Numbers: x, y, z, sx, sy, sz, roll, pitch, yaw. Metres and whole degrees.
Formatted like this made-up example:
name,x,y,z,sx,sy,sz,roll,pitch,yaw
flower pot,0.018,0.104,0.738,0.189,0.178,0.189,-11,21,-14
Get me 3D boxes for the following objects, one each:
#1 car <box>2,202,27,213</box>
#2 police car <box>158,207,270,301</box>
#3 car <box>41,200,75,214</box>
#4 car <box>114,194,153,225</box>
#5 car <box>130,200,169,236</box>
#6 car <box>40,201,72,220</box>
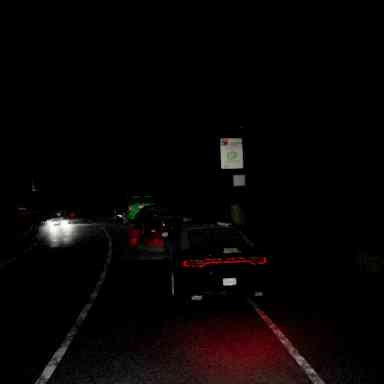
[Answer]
name,x,y,z,sx,sy,sz,roll,pitch,yaw
car,-27.557,2.352,51.564,4.892,1.490,1.837,-3,2,34
police car,0.296,1.403,8.525,1.930,1.638,5.238,-1,0,-8
car,-17.048,1.862,42.282,4.902,1.511,2.128,-2,2,45
car,-4.261,1.213,24.490,2.150,2.045,5.566,-2,0,-23
car,-2.052,1.449,18.592,1.882,1.535,5.008,-2,0,-18
car,-13.184,1.794,31.582,2.128,1.511,4.902,-3,0,-33
